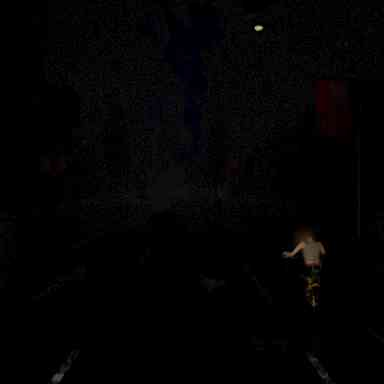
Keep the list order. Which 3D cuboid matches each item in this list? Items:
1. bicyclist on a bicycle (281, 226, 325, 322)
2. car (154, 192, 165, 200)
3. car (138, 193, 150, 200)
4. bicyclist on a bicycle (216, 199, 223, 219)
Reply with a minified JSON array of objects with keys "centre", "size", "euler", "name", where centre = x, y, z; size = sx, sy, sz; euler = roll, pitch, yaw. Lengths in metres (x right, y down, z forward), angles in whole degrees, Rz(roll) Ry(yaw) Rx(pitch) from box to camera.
[{"centre":[2.154,1.434,6.247],"size":[0.866,1.612,1.509],"euler":[0,0,0],"name":"bicyclist on a bicycle"},{"centre":[-6.499,0.750,67.208],"size":[2.128,1.511,4.902],"euler":[0,1,0],"name":"car"},{"centre":[-9.749,0.898,67.181],"size":[1.895,1.301,4.718],"euler":[0,1,0],"name":"car"},{"centre":[2.248,1.399,27.110],"size":[0.582,1.620,1.656],"euler":[0,0,0],"name":"bicyclist on a bicycle"}]
